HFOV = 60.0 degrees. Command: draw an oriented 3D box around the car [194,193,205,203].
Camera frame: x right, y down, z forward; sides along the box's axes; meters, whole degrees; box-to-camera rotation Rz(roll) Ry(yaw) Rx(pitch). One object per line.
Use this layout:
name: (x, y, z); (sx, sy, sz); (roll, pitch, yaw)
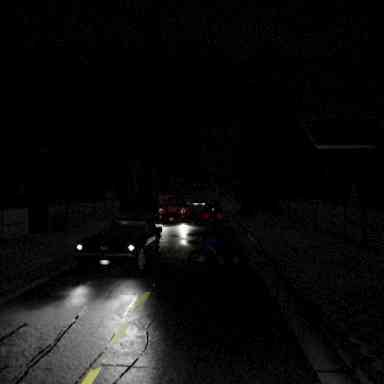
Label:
car: (1.648, 1.264, 69.730); (2.150, 2.045, 5.566); (0, 0, 4)

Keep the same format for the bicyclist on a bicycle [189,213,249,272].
bicyclist on a bicycle: (0.743, 1.420, 9.219); (1.656, 1.620, 0.582); (0, 0, 4)

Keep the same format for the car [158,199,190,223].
car: (-1.294, 1.332, 25.525); (2.097, 1.767, 4.553); (0, 0, 4)

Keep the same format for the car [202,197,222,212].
car: (2.418, 1.588, 37.517); (1.895, 1.301, 4.718); (0, 0, 4)

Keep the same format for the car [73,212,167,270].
car: (-2.236, 1.590, 11.224); (1.895, 1.301, 4.718); (0, 0, 4)
